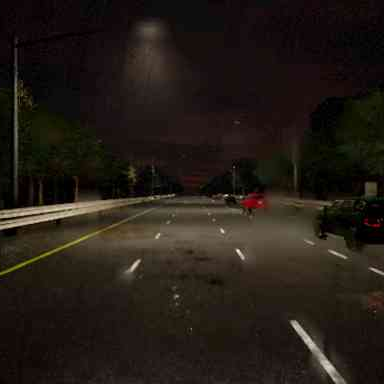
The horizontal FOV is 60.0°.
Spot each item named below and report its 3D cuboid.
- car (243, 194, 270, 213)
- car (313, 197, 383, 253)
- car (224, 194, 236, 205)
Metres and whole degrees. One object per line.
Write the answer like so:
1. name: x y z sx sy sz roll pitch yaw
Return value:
1. car: 7.012 1.229 36.749 2.150 2.045 5.566 0 0 0
2. car: 7.005 1.224 13.914 2.150 2.045 5.566 0 0 0
3. car: 7.030 1.535 61.316 1.837 1.490 4.892 0 0 0
